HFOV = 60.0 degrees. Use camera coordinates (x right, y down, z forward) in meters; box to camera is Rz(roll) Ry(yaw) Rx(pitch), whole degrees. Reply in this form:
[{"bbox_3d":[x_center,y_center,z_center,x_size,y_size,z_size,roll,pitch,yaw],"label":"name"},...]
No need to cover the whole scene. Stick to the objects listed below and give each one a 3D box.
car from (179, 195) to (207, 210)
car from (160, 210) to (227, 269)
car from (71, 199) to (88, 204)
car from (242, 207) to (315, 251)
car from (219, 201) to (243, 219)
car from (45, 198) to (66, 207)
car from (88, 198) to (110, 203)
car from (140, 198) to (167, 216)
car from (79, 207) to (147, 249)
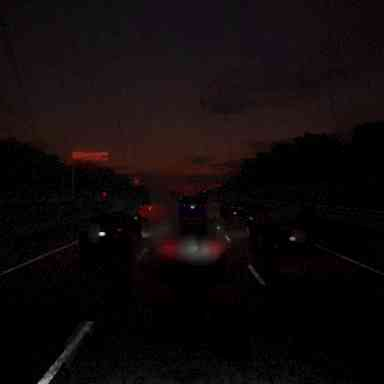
[{"bbox_3d":[0.070,1.284,28.832,2.150,2.045,5.566,0,0,0],"label":"car"},{"bbox_3d":[0.046,1.559,11.157,2.033,1.411,5.357,0,0,1],"label":"car"},{"bbox_3d":[-17.563,1.741,52.600,1.994,1.385,4.181,0,0,0],"label":"car"},{"bbox_3d":[3.566,1.494,14.153,1.882,1.535,5.008,0,0,1],"label":"car"},{"bbox_3d":[3.575,1.557,29.943,2.128,1.511,4.902,0,0,0],"label":"car"},{"bbox_3d":[-21.064,1.697,51.577,1.812,1.442,4.674,0,0,0],"label":"car"},{"bbox_3d":[-14.071,1.649,51.571,1.882,1.535,5.008,0,0,0],"label":"car"},{"bbox_3d":[-3.427,1.414,29.653,2.097,1.767,4.553,0,0,0],"label":"car"},{"bbox_3d":[-3.428,1.580,14.713,1.994,1.385,4.181,0,0,0],"label":"car"}]
